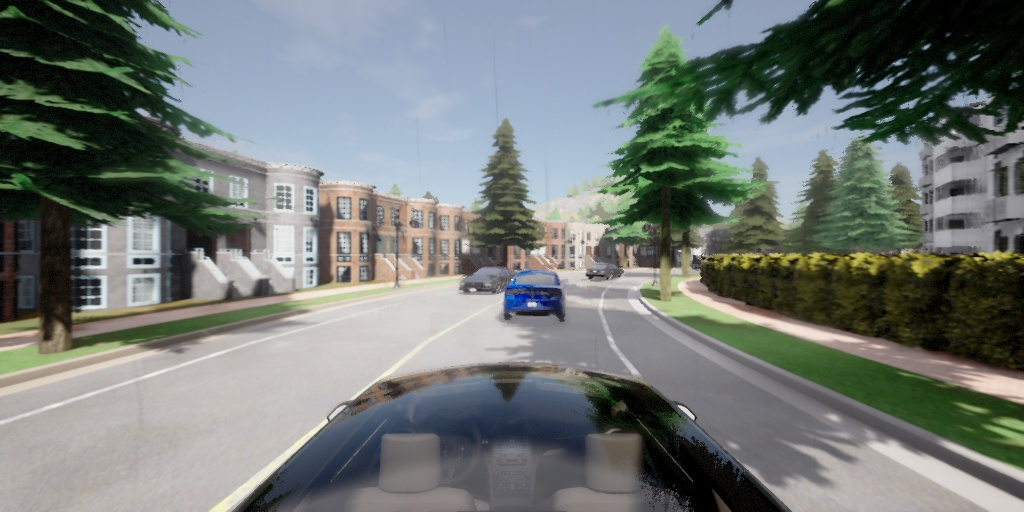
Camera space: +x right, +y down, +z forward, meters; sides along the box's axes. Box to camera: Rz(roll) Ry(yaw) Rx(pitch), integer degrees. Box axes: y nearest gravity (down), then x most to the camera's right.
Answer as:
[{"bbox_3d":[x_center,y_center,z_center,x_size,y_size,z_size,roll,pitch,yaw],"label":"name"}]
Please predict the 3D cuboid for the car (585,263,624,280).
[{"bbox_3d":[8.108,1.309,31.093,2.033,1.411,5.357,0,0,34],"label":"car"}]

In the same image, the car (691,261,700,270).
[{"bbox_3d":[28.117,1.283,51.855,4.902,1.511,2.128,0,0,-22],"label":"car"}]

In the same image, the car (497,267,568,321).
[{"bbox_3d":[0.939,1.229,12.644,1.882,1.535,5.008,0,0,8],"label":"car"}]

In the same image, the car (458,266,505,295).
[{"bbox_3d":[-1.121,1.295,20.157,2.033,1.411,5.357,0,0,17],"label":"car"}]
